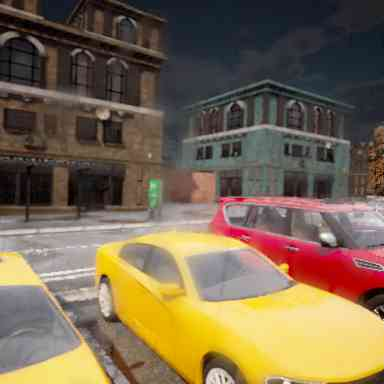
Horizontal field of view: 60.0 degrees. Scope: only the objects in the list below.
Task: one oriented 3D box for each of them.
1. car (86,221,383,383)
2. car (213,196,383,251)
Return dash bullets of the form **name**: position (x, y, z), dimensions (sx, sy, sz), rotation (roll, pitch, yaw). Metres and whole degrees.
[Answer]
- **car**: position (0.158, 1.394, 4.771), dimensions (2.097, 1.535, 5.008), rotation (1, 1, -34)
- **car**: position (2.492, 1.167, 6.291), dimensions (2.435, 2.045, 5.566), rotation (1, 1, -34)
